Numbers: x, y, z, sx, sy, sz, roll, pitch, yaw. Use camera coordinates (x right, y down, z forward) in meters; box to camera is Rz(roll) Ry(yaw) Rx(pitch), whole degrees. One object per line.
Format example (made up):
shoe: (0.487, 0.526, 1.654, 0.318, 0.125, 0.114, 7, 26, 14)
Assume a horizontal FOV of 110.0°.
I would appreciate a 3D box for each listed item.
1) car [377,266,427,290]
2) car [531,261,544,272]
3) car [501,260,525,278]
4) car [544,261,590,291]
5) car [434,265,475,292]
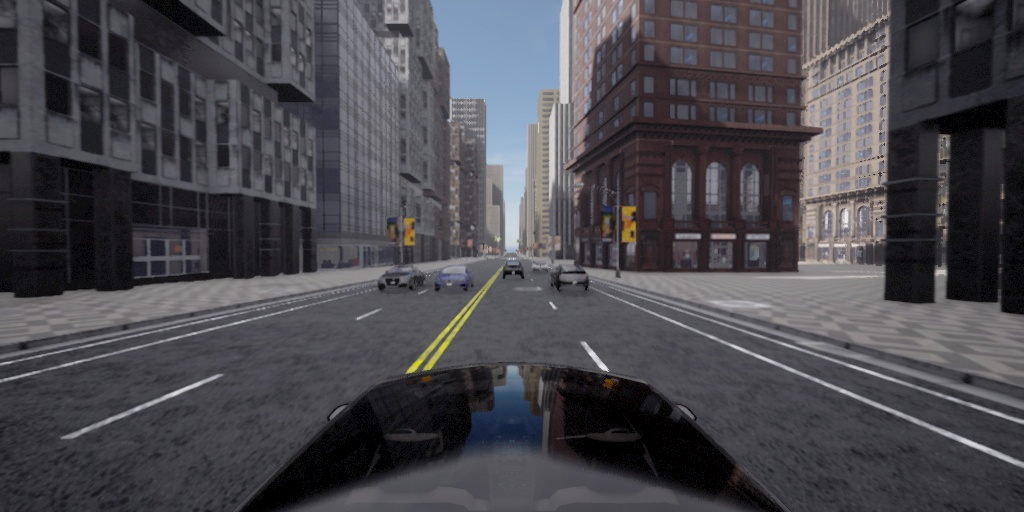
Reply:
car: (-6.548, 1.277, 21.699, 1.994, 1.385, 4.181, 0, 0, 0)
car: (3.364, 1.262, 44.742, 1.895, 1.301, 4.718, 0, 0, 0)
car: (0.110, 1.191, 32.916, 1.837, 1.490, 4.892, 0, 0, 0)
car: (3.350, 1.206, 21.538, 2.128, 1.511, 4.902, 0, 0, 0)
car: (-3.299, 1.239, 21.226, 1.812, 1.442, 4.674, 0, 0, 0)
